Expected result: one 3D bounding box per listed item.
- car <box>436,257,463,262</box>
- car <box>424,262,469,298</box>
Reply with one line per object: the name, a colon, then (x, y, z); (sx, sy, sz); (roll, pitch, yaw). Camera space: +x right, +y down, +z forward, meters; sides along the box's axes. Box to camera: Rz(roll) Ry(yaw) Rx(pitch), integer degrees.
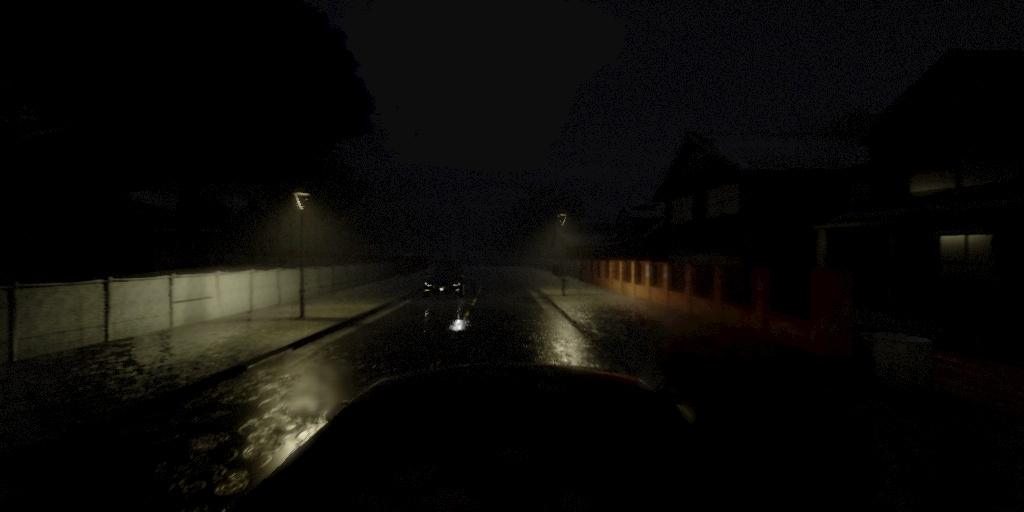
car: (-10.748, 0.972, 62.315); (4.902, 1.511, 2.128); (4, 1, -10)
car: (-3.296, 1.243, 18.576); (1.837, 1.490, 4.892); (0, 0, -3)
